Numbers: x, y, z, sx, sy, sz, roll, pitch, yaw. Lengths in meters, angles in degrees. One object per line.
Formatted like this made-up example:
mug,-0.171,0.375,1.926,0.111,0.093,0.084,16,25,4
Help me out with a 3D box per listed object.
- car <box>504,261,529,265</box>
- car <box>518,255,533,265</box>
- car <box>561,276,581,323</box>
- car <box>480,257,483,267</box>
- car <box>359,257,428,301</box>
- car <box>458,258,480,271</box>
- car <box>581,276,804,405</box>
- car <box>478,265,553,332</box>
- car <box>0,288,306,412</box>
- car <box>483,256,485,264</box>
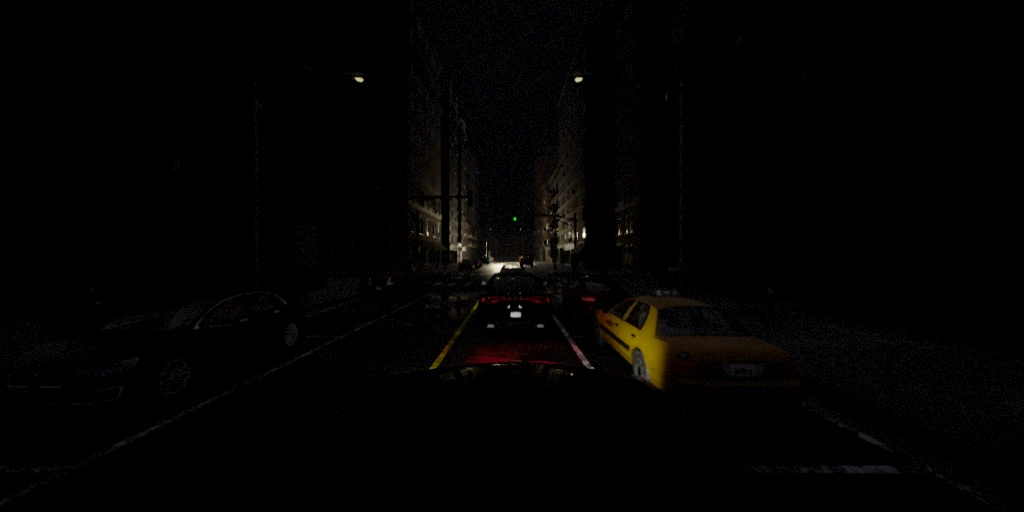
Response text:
car,0.061,1.244,27.143,1.895,1.301,4.718,0,0,0
car,2.536,0.923,59.870,1.967,1.591,4.097,0,0,0
car,2.620,1.287,11.630,1.802,1.307,4.207,0,0,0
car,-5.470,1.081,48.955,1.888,1.381,4.507,0,0,0
car,-5.414,0.996,17.038,2.192,1.841,5.009,0,0,0
car,-5.461,1.112,43.501,2.007,1.370,4.403,0,0,0
car,2.630,1.255,6.387,1.751,1.417,4.829,0,0,0
car,0.084,1.187,10.723,1.882,1.535,5.008,0,0,0
car,-5.395,1.280,6.213,2.007,1.370,4.403,0,0,0
car,-5.480,1.035,54.239,1.751,1.417,4.829,0,0,0
